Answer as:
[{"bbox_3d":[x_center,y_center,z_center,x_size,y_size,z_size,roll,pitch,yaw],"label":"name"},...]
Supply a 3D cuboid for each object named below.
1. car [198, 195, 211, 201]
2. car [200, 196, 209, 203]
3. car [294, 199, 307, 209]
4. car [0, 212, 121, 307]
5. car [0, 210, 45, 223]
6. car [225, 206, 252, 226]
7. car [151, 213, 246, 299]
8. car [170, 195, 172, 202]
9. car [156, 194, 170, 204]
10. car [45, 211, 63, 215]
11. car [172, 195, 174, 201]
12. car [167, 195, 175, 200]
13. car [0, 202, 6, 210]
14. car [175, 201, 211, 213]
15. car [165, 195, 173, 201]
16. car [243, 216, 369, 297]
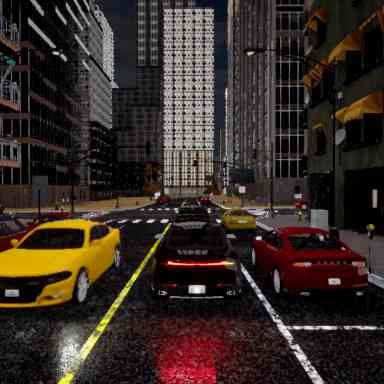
[{"bbox_3d":[2.580,1.435,63.045,1.967,1.590,4.097,-1,0,0],"label":"car"},{"bbox_3d":[2.572,1.521,68.774,1.752,1.417,4.829,-1,0,0],"label":"car"},{"bbox_3d":[14.190,1.254,38.662,4.507,1.381,1.887,-1,1,-1],"label":"car"},{"bbox_3d":[-3.100,1.476,8.244,1.882,1.535,5.008,0,0,0],"label":"car"},{"bbox_3d":[-5.712,1.438,8.472,1.967,1.590,4.097,-1,0,0],"label":"car"},{"bbox_3d":[2.651,1.522,19.689,1.752,1.417,4.829,-1,0,0],"label":"car"},{"bbox_3d":[0.086,1.503,8.403,1.837,1.490,4.892,0,0,0],"label":"car"},{"bbox_3d":[-5.810,1.310,68.593,2.192,1.841,5.009,-1,0,0],"label":"car"},{"bbox_3d":[-5.799,1.540,63.033,1.887,1.381,4.507,-1,0,0],"label":"car"},{"bbox_3d":[-5.720,1.542,13.996,1.887,1.381,4.507,-1,0,0],"label":"car"},{"bbox_3d":[-5.819,1.310,74.152,2.192,1.841,5.009,-1,0,0],"label":"car"},{"bbox_3d":[-5.843,1.541,90.830,1.887,1.381,4.507,-1,0,0],"label":"car"},{"bbox_3d":[-23.908,1.744,38.277,4.097,1.590,1.967,-1,1,-1],"label":"car"},{"bbox_3d":[0.067,1.475,18.675,1.882,1.535,5.008,0,0,0],"label":"car"},{"bbox_3d":[-5.835,1.521,85.101,1.752,1.417,4.829,-1,0,0],"label":"car"},{"bbox_3d":[2.670,1.543,8.472,1.887,1.381,4.507,-1,0,0],"label":"car"}]
